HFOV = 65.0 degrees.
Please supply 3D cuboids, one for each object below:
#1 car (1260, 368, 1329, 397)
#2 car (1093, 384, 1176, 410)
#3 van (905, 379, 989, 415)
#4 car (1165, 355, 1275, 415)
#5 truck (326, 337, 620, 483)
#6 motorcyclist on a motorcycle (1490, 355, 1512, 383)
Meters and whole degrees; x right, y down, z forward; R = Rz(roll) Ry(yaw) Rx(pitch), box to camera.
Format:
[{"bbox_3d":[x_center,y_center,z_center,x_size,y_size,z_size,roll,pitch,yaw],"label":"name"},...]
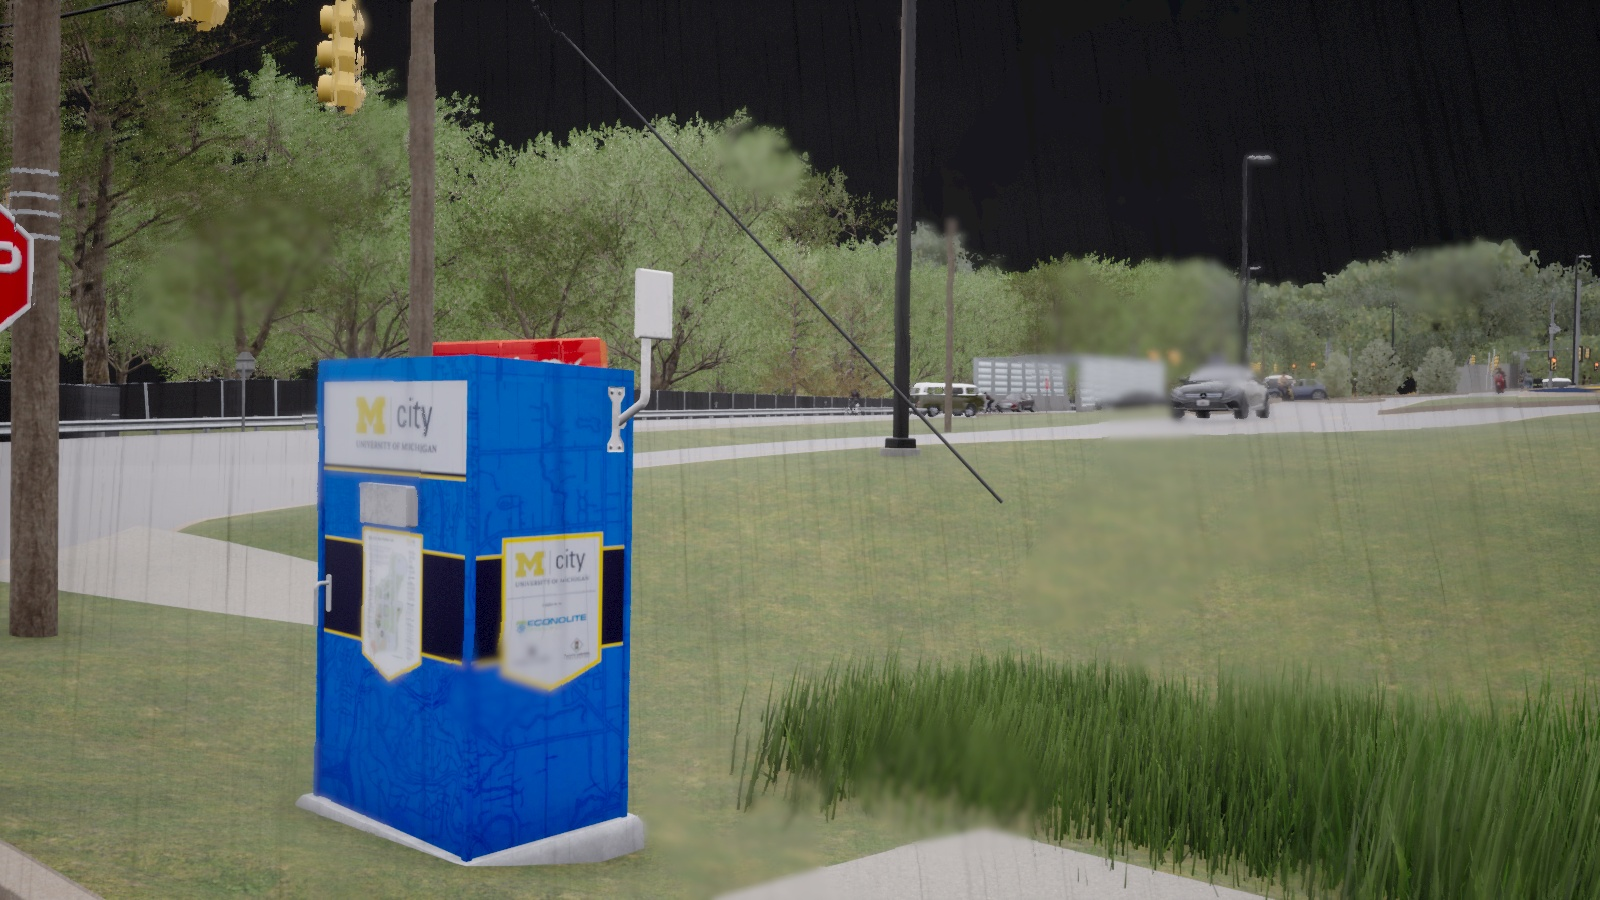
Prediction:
[{"bbox_3d":[30.343,-4.108,77.142,3.806,1.475,1.970,-3,1,18],"label":"car"},{"bbox_3d":[21.552,-3.387,80.898,4.892,1.490,1.837,-1,1,26],"label":"car"},{"bbox_3d":[8.807,-3.157,75.249,4.480,2.038,2.069,-2,2,-19],"label":"van"},{"bbox_3d":[11.234,-1.720,33.384,1.812,1.442,4.674,0,2,31],"label":"car"},{"bbox_3d":[-6.408,-0.795,25.299,5.204,2.467,2.627,-4,1,-4],"label":"truck"},{"bbox_3d":[40.233,-4.646,72.053,0.797,1.523,2.044,-2,3,36],"label":"motorcyclist on a motorcycle"}]
